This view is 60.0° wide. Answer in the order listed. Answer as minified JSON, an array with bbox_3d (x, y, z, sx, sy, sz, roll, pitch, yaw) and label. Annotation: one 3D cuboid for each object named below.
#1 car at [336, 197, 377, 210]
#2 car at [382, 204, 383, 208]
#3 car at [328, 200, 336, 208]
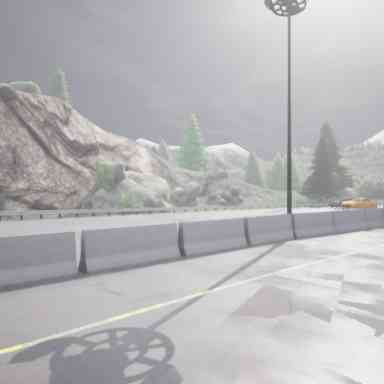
[{"bbox_3d":[20.471,1.439,40.770,5.008,1.535,1.882,0,0,-28],"label":"car"},{"bbox_3d":[24.140,1.523,38.745,4.181,1.385,1.994,0,0,-28],"label":"car"},{"bbox_3d":[20.499,1.467,44.736,4.892,1.490,1.837,0,0,-28],"label":"car"}]
